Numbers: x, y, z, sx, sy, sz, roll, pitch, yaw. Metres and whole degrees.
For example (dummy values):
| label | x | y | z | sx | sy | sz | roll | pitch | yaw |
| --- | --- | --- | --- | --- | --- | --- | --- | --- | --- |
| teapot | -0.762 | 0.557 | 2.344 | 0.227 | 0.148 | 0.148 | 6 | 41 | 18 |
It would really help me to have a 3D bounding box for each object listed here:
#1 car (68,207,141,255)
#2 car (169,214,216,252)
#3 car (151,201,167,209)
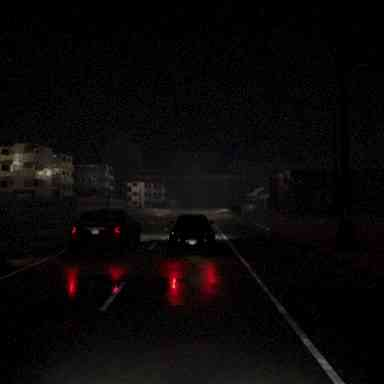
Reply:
| label | x | y | z | sx | sy | sz | roll | pitch | yaw |
| --- | --- | --- | --- | --- | --- | --- | --- | --- | --- |
| car | -3.488 | 1.489 | 14.109 | 2.097 | 1.767 | 4.553 | 0 | -1 | 0 |
| car | 0.014 | 1.669 | 14.399 | 1.812 | 1.442 | 4.674 | 0 | 0 | 0 |
| car | -9.010 | 3.597 | 91.939 | 2.150 | 2.045 | 5.566 | -1 | -2 | 25 |
